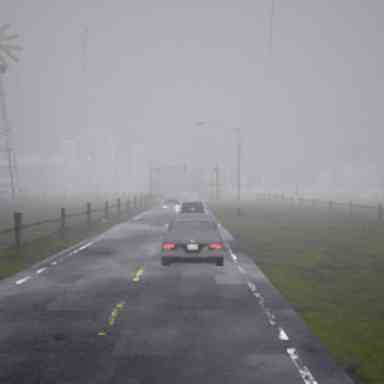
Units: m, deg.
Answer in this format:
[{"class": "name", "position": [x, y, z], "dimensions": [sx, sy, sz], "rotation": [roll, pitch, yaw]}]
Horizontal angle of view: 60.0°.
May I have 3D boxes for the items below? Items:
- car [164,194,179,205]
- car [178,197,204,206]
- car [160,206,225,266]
[{"class": "car", "position": [-2.797, 0.968, 45.701], "dimensions": [1.882, 1.535, 5.008], "rotation": [0, 0, 1]}, {"class": "car", "position": [0.059, 1.147, 29.375], "dimensions": [1.882, 1.535, 5.008], "rotation": [0, 1, 0]}, {"class": "car", "position": [0.027, 1.422, 11.016], "dimensions": [2.033, 1.411, 5.357], "rotation": [0, 1, 0]}]
